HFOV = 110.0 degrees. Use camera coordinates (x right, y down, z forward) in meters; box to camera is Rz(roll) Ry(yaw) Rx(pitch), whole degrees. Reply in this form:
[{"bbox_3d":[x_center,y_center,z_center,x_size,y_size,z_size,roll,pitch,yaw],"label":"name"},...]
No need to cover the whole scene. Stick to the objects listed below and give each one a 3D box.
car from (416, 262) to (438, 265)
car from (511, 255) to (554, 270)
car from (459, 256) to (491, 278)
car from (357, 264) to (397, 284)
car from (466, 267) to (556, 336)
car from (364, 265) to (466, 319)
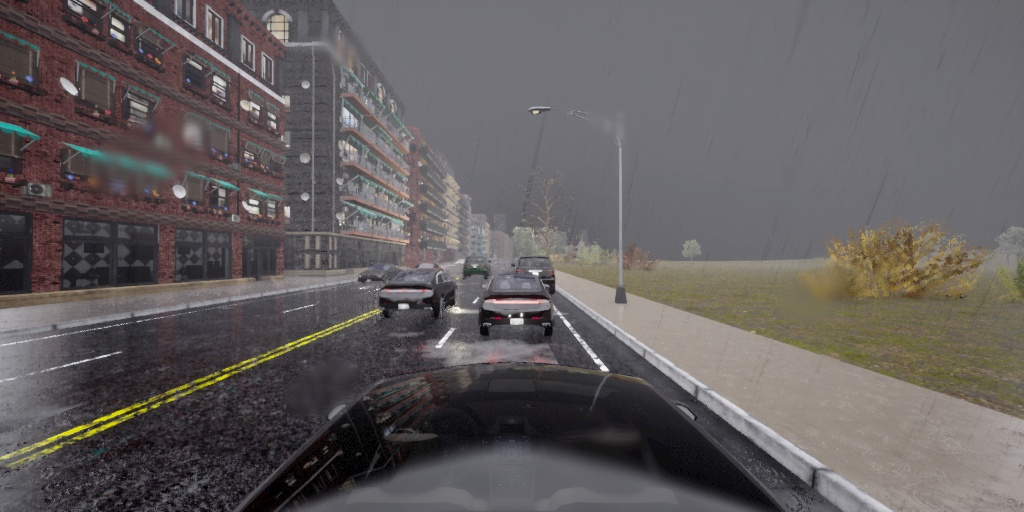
[{"bbox_3d":[-6.582,1.230,27.417,1.882,1.535,5.008,0,0,0],"label":"car"},{"bbox_3d":[1.151,0.977,20.268,2.150,2.045,5.566,0,0,0],"label":"car"},{"bbox_3d":[-3.126,0.975,32.620,2.150,2.045,5.566,0,0,0],"label":"car"},{"bbox_3d":[-9.834,1.299,27.268,2.033,1.411,5.357,0,0,0],"label":"car"},{"bbox_3d":[0.107,1.243,10.399,2.128,1.511,4.902,0,0,0],"label":"car"},{"bbox_3d":[-3.142,1.242,12.812,2.128,1.511,4.902,0,0,0],"label":"car"}]
